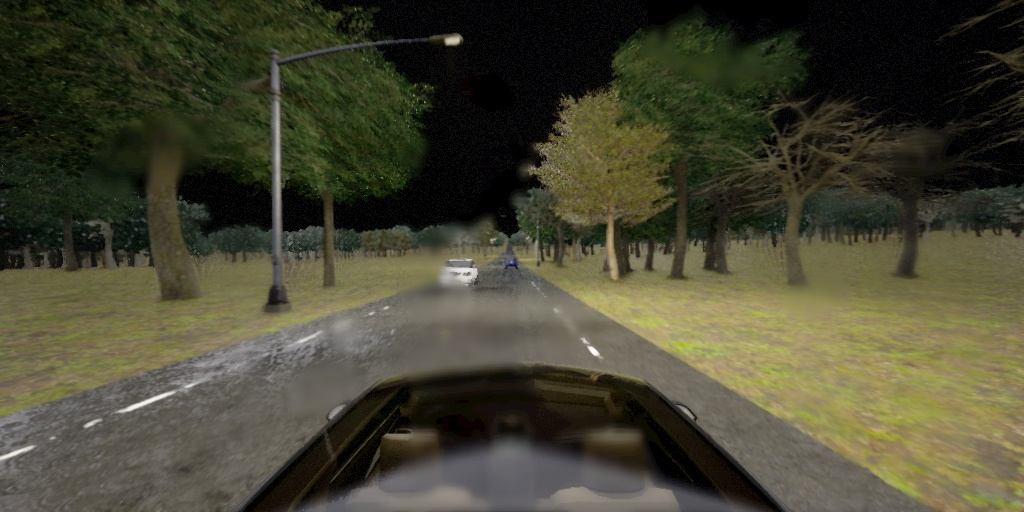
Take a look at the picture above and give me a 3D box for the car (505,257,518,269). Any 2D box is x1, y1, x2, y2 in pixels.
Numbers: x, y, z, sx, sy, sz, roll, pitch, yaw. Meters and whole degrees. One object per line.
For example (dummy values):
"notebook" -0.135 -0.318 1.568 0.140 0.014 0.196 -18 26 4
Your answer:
"car" -0.129 1.241 64.722 2.150 2.045 5.566 -1 0 0

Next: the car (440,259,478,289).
"car" -3.686 1.209 25.951 2.150 2.045 5.566 -1 -1 0
